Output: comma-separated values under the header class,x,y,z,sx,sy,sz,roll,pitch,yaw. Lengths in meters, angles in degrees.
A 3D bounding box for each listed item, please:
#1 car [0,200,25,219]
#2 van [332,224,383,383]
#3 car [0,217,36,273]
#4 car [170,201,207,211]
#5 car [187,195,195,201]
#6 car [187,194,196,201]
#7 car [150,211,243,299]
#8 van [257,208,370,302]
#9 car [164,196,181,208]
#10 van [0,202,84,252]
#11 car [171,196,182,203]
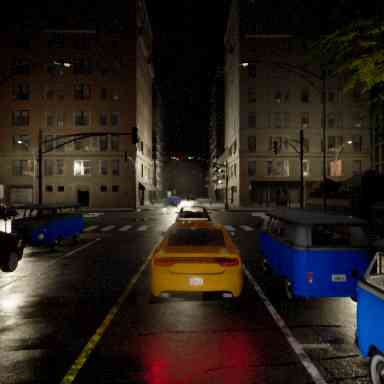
class,x,y,z,sx,sy,sz,roll,pitch,yaw
car,-17.450,1.488,28.848,4.902,1.511,2.128,0,0,-1
van,2.680,1.341,2.295,1.690,1.788,3.998,0,0,0
car,-5.822,1.544,7.980,1.887,1.381,4.507,0,0,0
car,0.075,1.486,17.959,2.128,1.511,4.902,0,0,0
car,-0.313,1.584,89.208,1.895,1.301,4.718,0,0,-1
car,-0.226,1.340,79.427,2.097,1.767,4.553,0,0,-1
car,0.114,1.477,8.540,1.882,1.535,5.008,0,0,1
van,2.705,1.340,7.952,1.690,1.788,3.998,0,0,0
car,-3.050,1.463,48.917,1.882,1.535,5.008,0,0,0
van,-5.796,1.338,13.640,1.690,1.788,3.998,0,0,0
car,-3.141,1.522,69.690,2.033,1.411,5.357,0,0,-1
